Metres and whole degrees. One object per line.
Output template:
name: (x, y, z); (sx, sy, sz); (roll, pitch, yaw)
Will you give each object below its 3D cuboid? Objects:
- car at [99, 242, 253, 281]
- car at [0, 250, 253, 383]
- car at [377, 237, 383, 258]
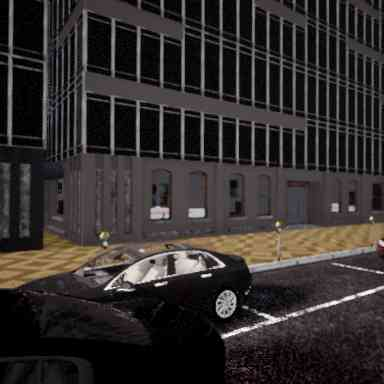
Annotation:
car: (-0.878, 1.608, 5.830); (4.403, 1.369, 2.008); (1, -1, -34)
car: (-2.028, 1.486, 1.908); (5.008, 1.535, 1.882); (1, -1, -34)
car: (8.523, 1.764, 12.248); (4.206, 1.307, 1.802); (1, -1, -34)
